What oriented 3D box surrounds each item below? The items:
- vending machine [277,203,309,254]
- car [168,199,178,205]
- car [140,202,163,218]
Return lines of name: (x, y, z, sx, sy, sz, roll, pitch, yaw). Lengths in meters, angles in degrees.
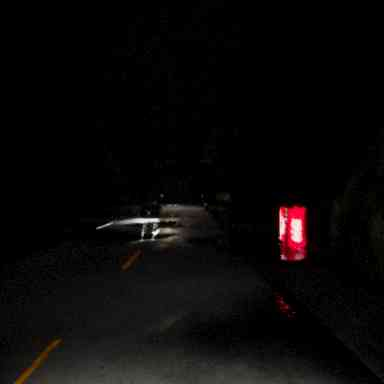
vending machine: (4.299, 1.526, 14.234, 1.100, 2.100, 0.880, 0, 0, 0)
car: (-4.116, 2.314, 72.923, 1.994, 1.385, 4.181, 0, 0, 0)
car: (-4.090, 1.754, 33.943, 2.128, 1.511, 4.902, 0, 0, 0)
